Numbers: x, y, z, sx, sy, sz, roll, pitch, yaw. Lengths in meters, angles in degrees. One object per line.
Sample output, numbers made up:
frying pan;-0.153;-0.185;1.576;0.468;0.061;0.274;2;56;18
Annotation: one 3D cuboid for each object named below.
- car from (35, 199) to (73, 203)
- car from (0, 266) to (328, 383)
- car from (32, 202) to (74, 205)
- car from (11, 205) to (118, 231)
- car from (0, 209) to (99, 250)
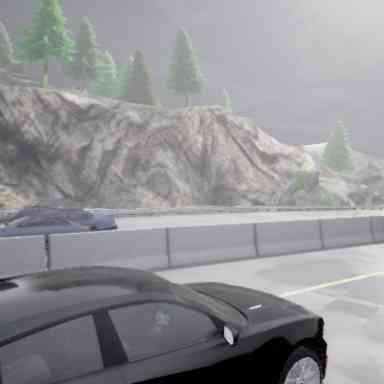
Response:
car;-9.986;1.304;22.395;4.553;1.767;2.097;0;0;-33
car;-0.770;1.473;3.078;5.008;1.535;1.882;0;0;-35
car;-8.997;1.504;18.920;5.357;1.411;2.033;0;0;-34
car;-6.423;1.517;16.433;5.357;1.411;2.033;0;0;-33
car;-5.986;1.535;12.456;4.181;1.385;1.994;0;0;-34
